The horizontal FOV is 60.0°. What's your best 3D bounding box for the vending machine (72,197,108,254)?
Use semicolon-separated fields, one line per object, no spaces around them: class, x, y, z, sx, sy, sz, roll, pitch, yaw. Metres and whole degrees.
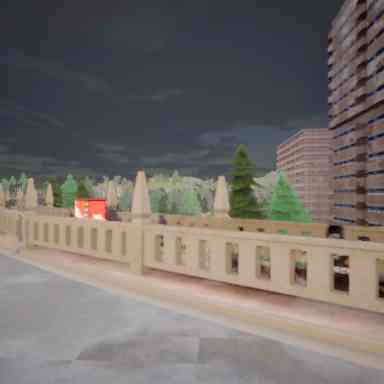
vending machine;-4.038;1.273;13.184;0.880;2.100;1.100;0;0;44
